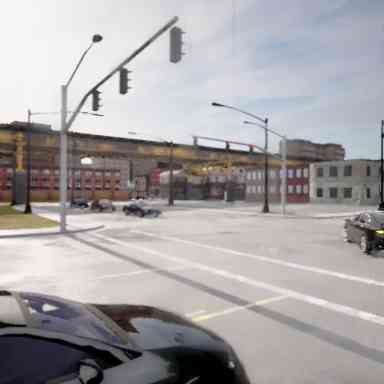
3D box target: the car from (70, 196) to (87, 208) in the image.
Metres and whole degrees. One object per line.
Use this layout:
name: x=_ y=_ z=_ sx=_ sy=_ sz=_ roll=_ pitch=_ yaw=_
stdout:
car: x=-16.466 y=1.584 z=48.399 sx=2.033 sy=1.411 sz=5.357 roll=1 pitch=0 yaw=-30

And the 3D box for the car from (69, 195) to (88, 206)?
car: x=-19.688 y=1.397 z=58.012 sx=2.097 sy=1.767 sz=4.553 roll=0 pitch=0 yaw=-5

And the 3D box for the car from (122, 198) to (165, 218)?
car: x=-4.862 y=1.614 z=31.753 sx=2.033 sy=1.411 sz=5.357 roll=1 pitch=0 yaw=-36

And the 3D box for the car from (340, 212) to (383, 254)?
car: x=7.565 y=1.578 z=13.572 sx=1.837 sy=1.490 sz=4.892 roll=3 pitch=0 yaw=12

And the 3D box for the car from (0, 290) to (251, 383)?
car: x=-1.496 y=1.560 z=2.639 sx=4.181 sy=1.385 sz=1.994 roll=1 pitch=0 yaw=-36

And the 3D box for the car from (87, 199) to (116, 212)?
car: x=-10.695 y=1.577 z=39.943 sx=1.812 sy=1.442 sz=4.674 roll=1 pitch=0 yaw=-35
